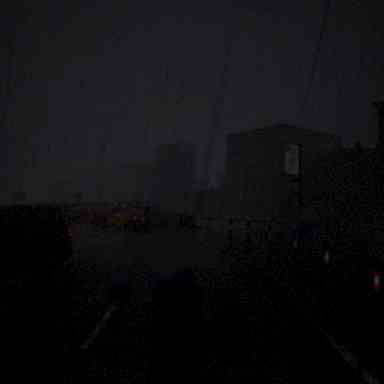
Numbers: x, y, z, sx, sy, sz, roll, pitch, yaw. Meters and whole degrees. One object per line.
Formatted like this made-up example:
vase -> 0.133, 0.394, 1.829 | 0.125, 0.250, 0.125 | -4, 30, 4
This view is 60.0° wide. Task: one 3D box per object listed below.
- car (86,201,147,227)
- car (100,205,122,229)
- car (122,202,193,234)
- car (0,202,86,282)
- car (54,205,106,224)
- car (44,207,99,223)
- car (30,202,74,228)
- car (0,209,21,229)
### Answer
car -> -5.710, 1.794, 27.071 | 5.566, 2.045, 2.435 | 0, -2, -39
car -> -3.847, 1.963, 24.817 | 5.008, 1.535, 2.097 | 0, -2, -39
car -> -1.954, 1.752, 22.451 | 4.553, 1.767, 2.185 | 0, -2, -39
car -> -5.225, 1.342, 7.836 | 2.150, 2.045, 5.566 | 1, 0, 19
car -> -11.506, 2.242, 34.241 | 4.553, 1.767, 2.185 | 0, -3, -39
car -> -13.165, 2.485, 36.641 | 5.366, 1.575, 1.946 | 0, -3, -39
car -> -12.370, 1.959, 29.200 | 2.150, 2.045, 5.566 | 0, -2, -38
car -> -16.510, 2.287, 29.002 | 1.882, 1.535, 5.008 | 0, -3, -38
